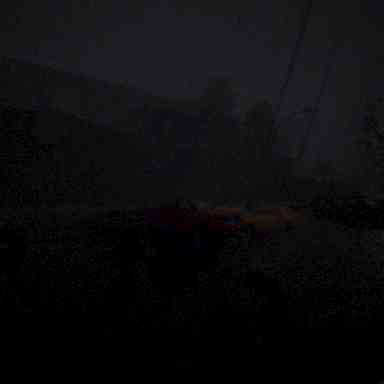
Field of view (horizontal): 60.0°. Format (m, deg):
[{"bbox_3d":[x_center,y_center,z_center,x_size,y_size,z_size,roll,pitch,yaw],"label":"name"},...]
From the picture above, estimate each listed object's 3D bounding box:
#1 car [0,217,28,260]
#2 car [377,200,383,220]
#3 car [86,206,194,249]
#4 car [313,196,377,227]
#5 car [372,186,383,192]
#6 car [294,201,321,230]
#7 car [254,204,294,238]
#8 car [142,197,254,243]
[{"bbox_3d":[-7.535,1.492,11.162,5.008,1.535,2.097,-1,-1,35],"label":"car"},{"bbox_3d":[14.484,1.444,26.817,4.553,1.767,2.185,-1,-1,35],"label":"car"},{"bbox_3d":[-2.623,1.526,14.637,4.792,1.488,2.163,-1,-1,35],"label":"car"},{"bbox_3d":[9.543,1.286,23.367,5.566,2.045,2.435,-1,-1,35],"label":"car"},{"bbox_3d":[47.042,-0.495,82.506,2.231,1.521,4.892,7,3,35],"label":"car"},{"bbox_3d":[4.528,1.514,19.975,5.366,1.575,1.946,-1,-1,35],"label":"car"},{"bbox_3d":[2.395,1.500,18.029,5.366,1.575,1.946,-1,-1,35],"label":"car"},{"bbox_3d":[-0.179,1.249,16.384,5.566,2.045,2.435,-1,-1,35],"label":"car"}]
